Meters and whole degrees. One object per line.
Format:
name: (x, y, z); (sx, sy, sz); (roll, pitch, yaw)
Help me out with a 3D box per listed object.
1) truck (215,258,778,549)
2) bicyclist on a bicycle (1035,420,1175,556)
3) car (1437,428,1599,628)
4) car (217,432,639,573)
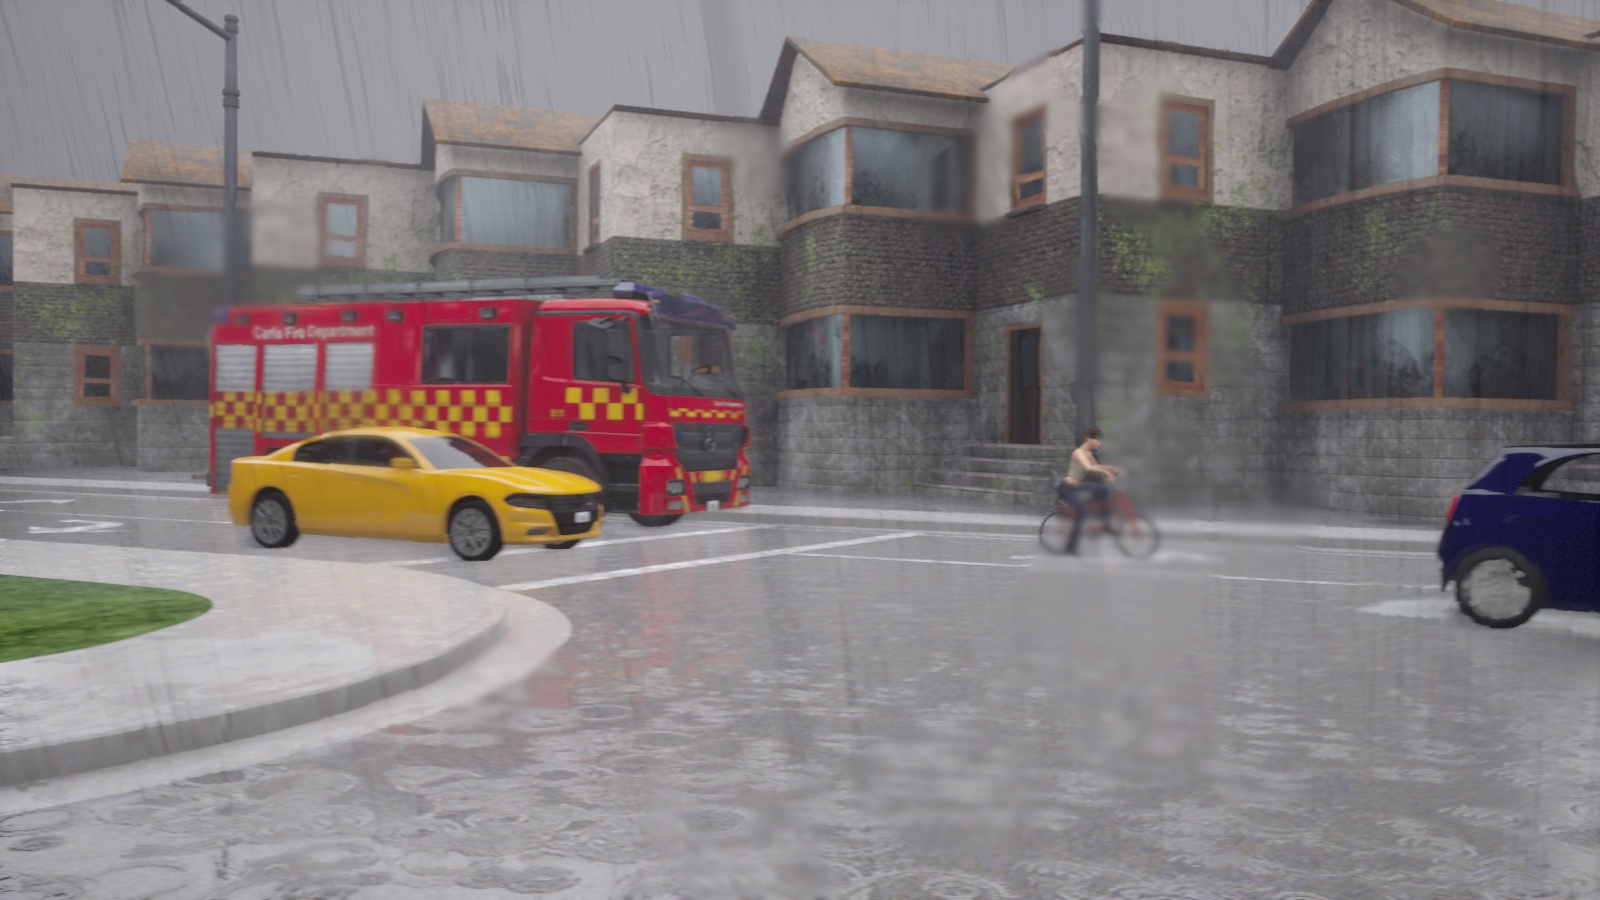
truck: (-4.804, -0.636, 19.559); (8.468, 3.827, 2.891); (0, 1, 24)
bicyclist on a bicycle: (3.777, 0.441, 15.531); (1.509, 1.612, 0.866); (0, 1, 27)
car: (7.146, 0.577, 9.730); (3.633, 1.501, 1.845); (0, 1, 39)
car: (-4.675, 0.571, 15.699); (5.008, 1.535, 1.882); (0, 1, 24)
